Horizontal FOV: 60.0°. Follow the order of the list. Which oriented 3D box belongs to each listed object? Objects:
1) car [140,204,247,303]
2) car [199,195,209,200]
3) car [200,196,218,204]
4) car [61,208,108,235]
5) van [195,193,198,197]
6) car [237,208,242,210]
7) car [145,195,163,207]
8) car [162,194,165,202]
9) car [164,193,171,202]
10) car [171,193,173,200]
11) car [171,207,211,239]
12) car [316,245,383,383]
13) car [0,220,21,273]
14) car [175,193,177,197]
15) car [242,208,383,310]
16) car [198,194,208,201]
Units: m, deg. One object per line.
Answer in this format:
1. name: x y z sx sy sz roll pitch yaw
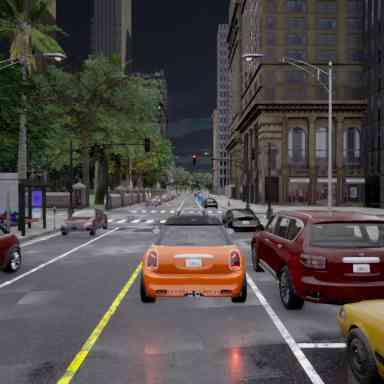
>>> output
1. car: 0.032 1.351 8.375 2.097 1.767 4.553 0 0 0
2. car: 2.493 1.540 50.461 1.947 1.339 4.313 0 0 0
3. car: 2.522 1.545 45.041 1.947 1.339 4.313 0 0 0
4. car: -5.860 1.577 18.576 1.802 1.307 4.206 0 0 0
5. van: 2.317 1.277 82.983 1.690 1.788 3.998 0 0 0
6. car: 2.665 1.561 18.604 1.947 1.339 4.313 0 0 0
7. car: -6.032 1.525 50.435 2.008 1.369 4.403 0 0 0
8. car: -6.062 1.410 55.855 1.967 1.590 4.097 0 0 0
9. car: -6.150 1.392 72.116 1.967 1.590 4.097 0 0 0
10. car: -6.180 1.259 77.536 2.192 1.841 5.009 0 0 0
11. car: -0.033 1.596 18.194 1.895 1.301 4.718 0 0 0
12. car: 2.752 1.525 2.499 1.752 1.417 4.829 0 0 0
13. car: -5.802 1.439 7.724 1.967 1.590 4.097 0 0 0
14. car: -6.267 1.233 93.797 2.192 1.841 5.009 0 0 0
15. car: 2.723 1.314 7.754 2.192 1.841 5.009 0 0 0
16. car: 2.463 1.495 56.051 1.752 1.417 4.829 0 0 0
